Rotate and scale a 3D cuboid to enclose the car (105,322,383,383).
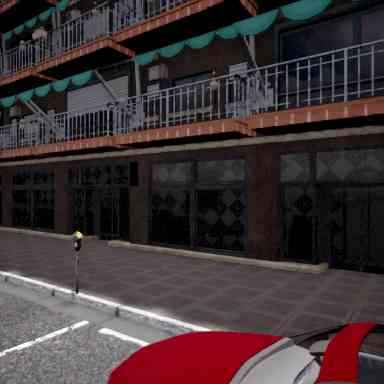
[{"bbox_3d":[1.159,1.582,2.057,4.206,1.307,1.802,0,0,35],"label":"car"}]
